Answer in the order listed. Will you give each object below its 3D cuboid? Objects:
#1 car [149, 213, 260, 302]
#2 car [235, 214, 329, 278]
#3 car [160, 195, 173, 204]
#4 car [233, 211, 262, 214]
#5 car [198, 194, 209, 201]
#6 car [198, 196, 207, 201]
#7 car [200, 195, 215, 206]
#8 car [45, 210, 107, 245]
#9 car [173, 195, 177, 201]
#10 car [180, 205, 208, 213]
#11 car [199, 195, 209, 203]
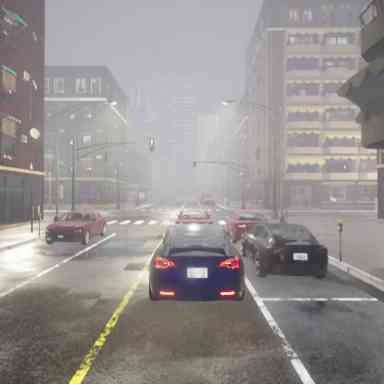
[{"bbox_3d":[0.100,1.502,8.340,2.163,1.488,4.792,0,0,0],"label":"car"},{"bbox_3d":[2.572,1.564,9.957,1.947,1.339,4.313,1,0,0],"label":"car"},{"bbox_3d":[-5.329,1.568,65.052,2.008,1.369,4.403,1,0,0],"label":"car"},{"bbox_3d":[2.572,1.543,15.628,1.887,1.381,4.507,1,0,0],"label":"car"},{"bbox_3d":[2.602,1.331,63.630,2.192,1.841,5.009,1,0,0],"label":"car"},{"bbox_3d":[2.565,1.599,82.133,1.947,1.339,4.313,1,0,0],"label":"car"},{"bbox_3d":[2.698,1.554,53.684,1.887,1.381,4.507,1,0,0],"label":"car"},{"bbox_3d":[-5.275,1.543,15.599,1.887,1.381,4.507,1,0,0],"label":"car"},{"bbox_3d":[-5.316,1.585,87.810,1.887,1.381,4.507,1,0,0],"label":"car"},{"bbox_3d":[0.093,1.599,18.063,1.895,1.301,4.718,0,0,0],"label":"car"},{"bbox_3d":[2.568,1.462,70.753,1.967,1.590,4.097,1,0,0],"label":"car"}]
